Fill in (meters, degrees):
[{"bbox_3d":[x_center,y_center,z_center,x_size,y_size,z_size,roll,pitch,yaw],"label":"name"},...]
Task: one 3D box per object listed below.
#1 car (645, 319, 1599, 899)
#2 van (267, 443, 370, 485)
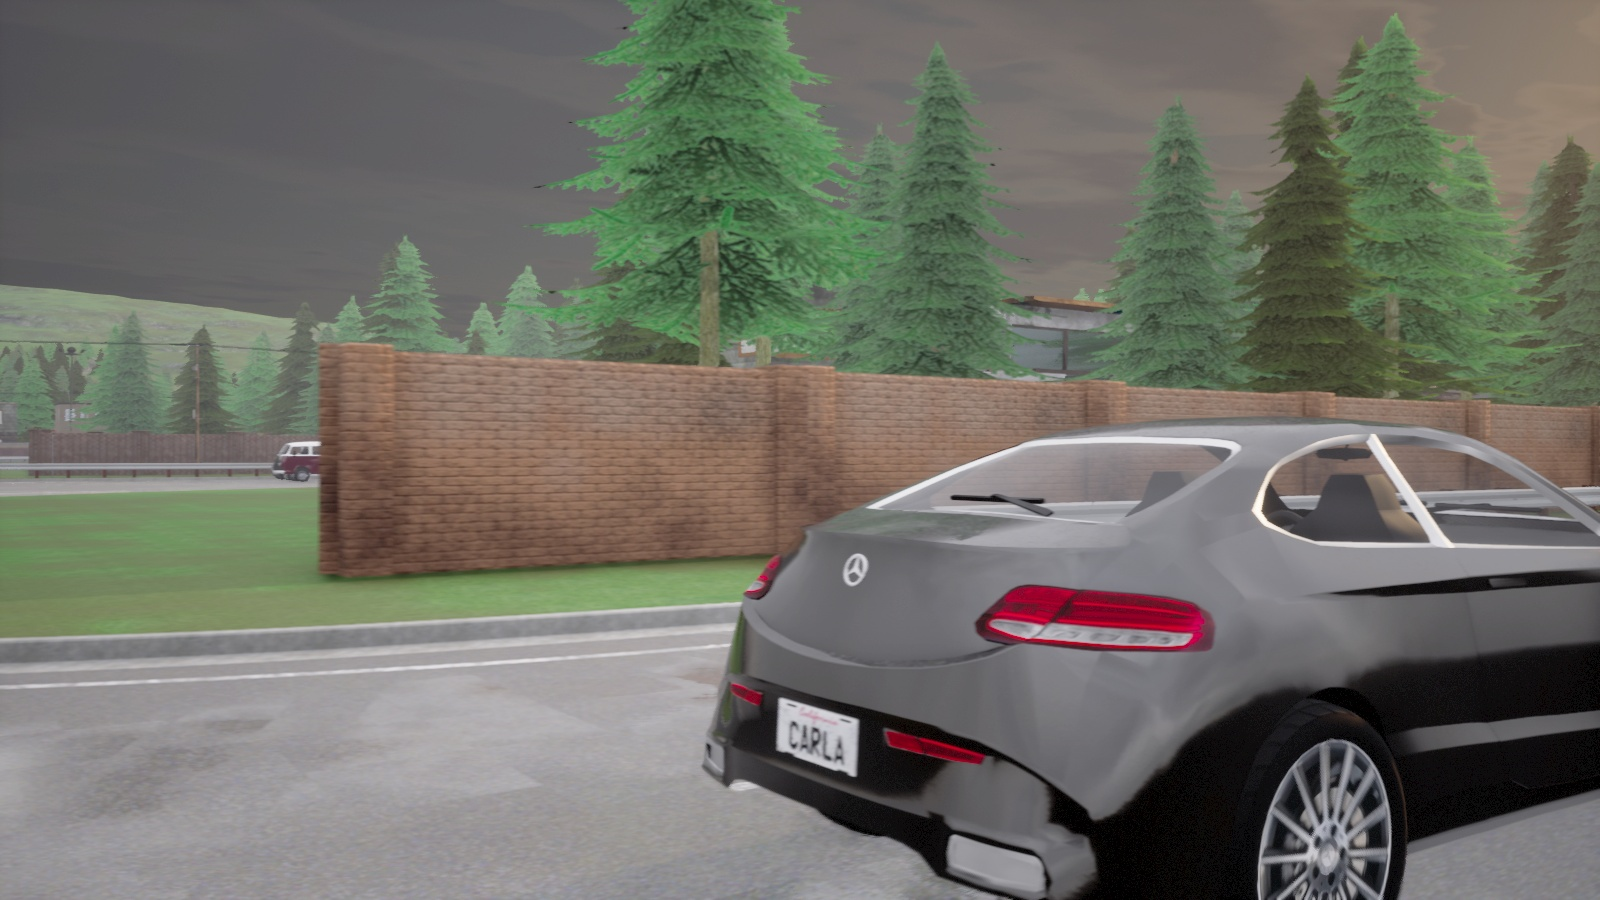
[{"bbox_3d":[2.116,0.532,5.132,5.027,1.651,2.152,0,0,-35],"label":"car"},{"bbox_3d":[-24.202,0.674,63.207,4.480,2.038,2.069,0,0,-35],"label":"van"}]
